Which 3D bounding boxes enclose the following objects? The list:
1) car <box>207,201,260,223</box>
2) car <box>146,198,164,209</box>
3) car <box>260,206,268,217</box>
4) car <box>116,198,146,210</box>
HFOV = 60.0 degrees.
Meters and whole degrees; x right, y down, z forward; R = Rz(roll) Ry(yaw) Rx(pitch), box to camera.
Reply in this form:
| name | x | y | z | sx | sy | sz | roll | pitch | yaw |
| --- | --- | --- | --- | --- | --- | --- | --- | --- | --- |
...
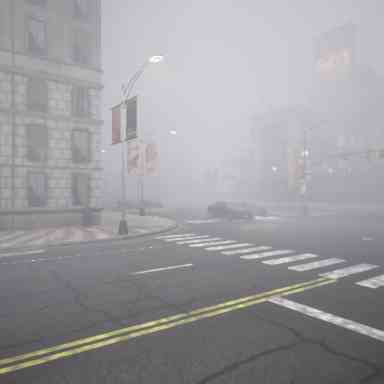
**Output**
| name | x | y | z | sx | sy | sz | roll | pitch | yaw |
| --- | --- | --- | --- | --- | --- | --- | --- | --- | --- |
| car | 2.922 | 1.477 | 26.255 | 1.882 | 1.535 | 5.008 | 1 | -1 | -24 |
| car | -5.539 | 1.564 | 45.241 | 1.994 | 1.385 | 4.181 | 0 | 0 | -35 |
| car | 4.965 | 1.564 | 30.695 | 1.994 | 1.385 | 4.181 | 0 | 0 | -36 |
| car | -8.260 | 1.506 | 43.029 | 1.837 | 1.490 | 4.892 | 0 | 0 | -35 |
